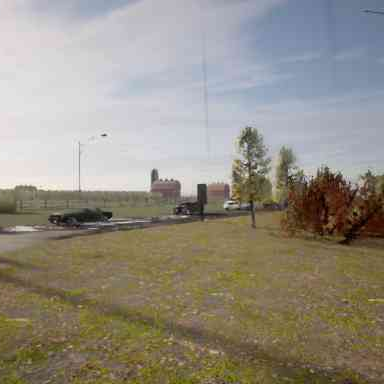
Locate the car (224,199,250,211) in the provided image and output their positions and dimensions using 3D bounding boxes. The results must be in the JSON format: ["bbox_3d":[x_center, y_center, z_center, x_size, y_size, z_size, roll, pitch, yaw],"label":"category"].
[{"bbox_3d":[6.731,1.694,49.407,2.150,2.045,5.566,-1,-2,32],"label":"car"}]

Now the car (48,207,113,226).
[{"bbox_3d":[-8.414,1.803,25.358,1.895,1.301,4.718,-1,-1,34],"label":"car"}]

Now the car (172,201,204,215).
[{"bbox_3d":[-0.385,1.846,37.995,1.837,1.490,4.892,-1,-1,32],"label":"car"}]

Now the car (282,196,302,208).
[{"bbox_3d":[18.597,1.783,61.722,2.150,2.045,5.566,-1,-1,31],"label":"car"}]

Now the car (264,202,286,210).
[{"bbox_3d":[12.703,1.954,52.091,1.837,1.490,4.892,-1,-1,32],"label":"car"}]
